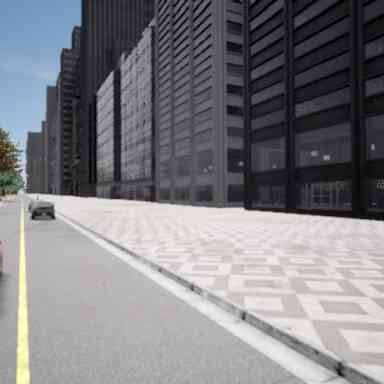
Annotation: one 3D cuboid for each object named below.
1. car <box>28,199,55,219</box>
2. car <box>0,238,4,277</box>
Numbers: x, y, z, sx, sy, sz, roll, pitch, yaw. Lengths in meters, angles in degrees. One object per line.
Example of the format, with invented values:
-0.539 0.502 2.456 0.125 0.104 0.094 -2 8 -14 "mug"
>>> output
-13.326 1.587 29.663 1.837 1.490 4.892 0 0 -27 "car"
-5.239 1.373 6.999 2.097 1.767 4.553 0 0 -27 "car"
